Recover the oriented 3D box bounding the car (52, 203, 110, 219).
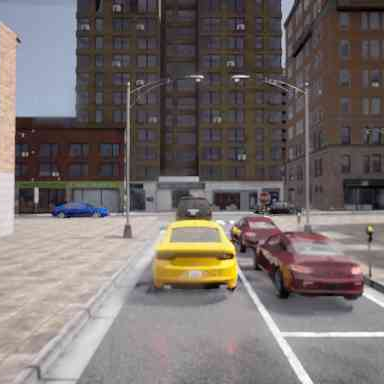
[{"bbox_3d":[-9.928,1.698,29.893,5.008,1.535,1.882,-1,-1,0],"label":"car"}]

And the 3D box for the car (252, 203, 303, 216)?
[{"bbox_3d":[8.337,1.711,32.799,4.718,1.301,1.895,-1,-1,0],"label":"car"}]

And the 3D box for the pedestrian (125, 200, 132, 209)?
[{"bbox_3d":[-6.886,1.469,35.753,0.375,1.860,0.375,0,-1,0],"label":"pedestrian"}]

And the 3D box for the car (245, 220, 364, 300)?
[{"bbox_3d":[2.637,1.623,8.248,1.802,1.307,4.206,1,0,0],"label":"car"}]

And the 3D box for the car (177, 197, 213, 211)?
[{"bbox_3d":[0.177,1.332,21.658,2.150,2.045,5.566,0,0,2],"label":"car"}]

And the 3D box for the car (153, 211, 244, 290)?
[{"bbox_3d":[0.076,1.524,9.243,1.882,1.535,5.008,0,0,0],"label":"car"}]

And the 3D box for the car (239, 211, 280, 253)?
[{"bbox_3d":[2.628,1.652,13.687,1.802,1.307,4.206,1,0,0],"label":"car"}]
